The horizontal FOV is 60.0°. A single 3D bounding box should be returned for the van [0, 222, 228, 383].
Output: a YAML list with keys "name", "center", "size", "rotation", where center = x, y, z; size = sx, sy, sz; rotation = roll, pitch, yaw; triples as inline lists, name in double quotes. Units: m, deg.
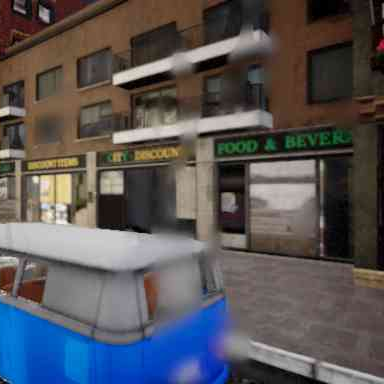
- name: "van"
  center: [-1.534, 1.334, 3.974]
  size: [3.998, 1.788, 1.690]
  rotation: [0, 0, 35]
